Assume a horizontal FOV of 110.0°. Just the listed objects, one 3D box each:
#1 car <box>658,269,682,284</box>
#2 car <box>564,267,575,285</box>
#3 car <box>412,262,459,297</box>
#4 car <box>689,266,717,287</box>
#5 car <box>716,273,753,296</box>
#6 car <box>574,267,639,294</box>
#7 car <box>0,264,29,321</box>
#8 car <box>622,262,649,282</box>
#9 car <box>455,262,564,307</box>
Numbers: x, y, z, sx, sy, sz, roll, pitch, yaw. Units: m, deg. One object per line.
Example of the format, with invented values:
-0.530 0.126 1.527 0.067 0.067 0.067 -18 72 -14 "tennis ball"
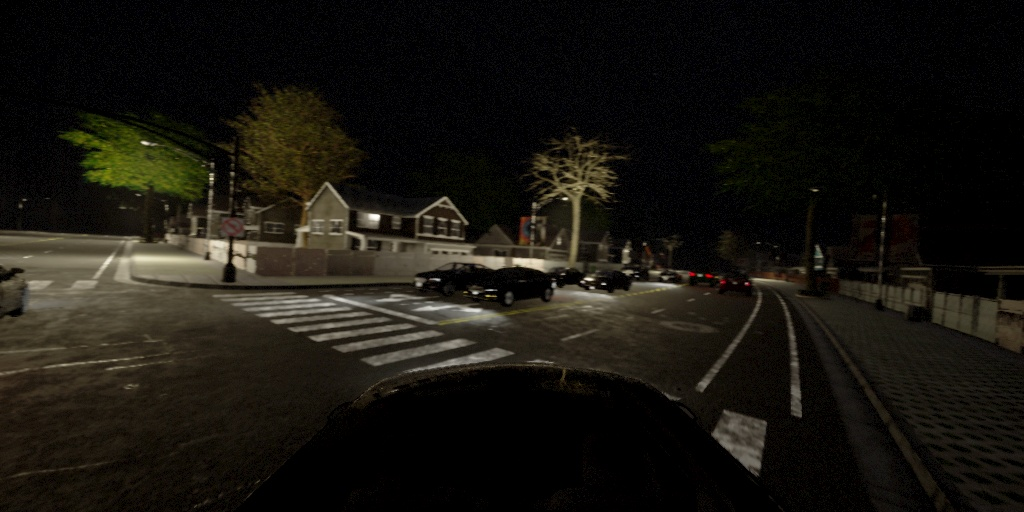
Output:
17.838 2.247 40.311 2.128 1.511 4.902 4 0 34 "car"
3.586 1.463 25.585 2.033 1.411 5.357 4 0 36 "car"
-2.520 1.048 17.400 2.128 1.511 4.902 4 0 37 "car"
20.115 2.125 37.711 2.150 2.045 5.566 4 0 34 "car"
18.165 2.161 28.983 2.097 1.767 4.553 4 0 35 "car"
6.482 1.647 24.052 2.033 1.411 5.357 4 0 36 "car"
-10.158 0.609 6.171 4.674 1.442 1.812 4 0 43 "car"
13.728 1.723 40.008 2.150 2.045 5.566 4 0 34 "car"
0.087 1.229 15.470 1.837 1.490 4.892 4 0 37 "car"
